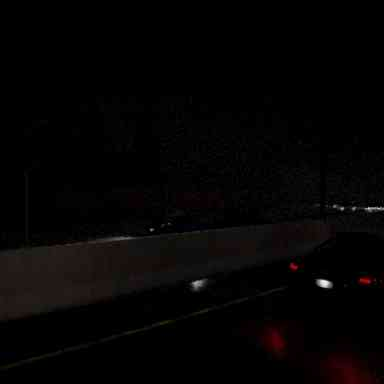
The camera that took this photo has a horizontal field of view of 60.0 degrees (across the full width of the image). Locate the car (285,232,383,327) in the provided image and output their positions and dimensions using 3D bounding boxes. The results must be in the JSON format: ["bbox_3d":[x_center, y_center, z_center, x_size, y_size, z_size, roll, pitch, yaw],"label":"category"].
[{"bbox_3d":[3.837,1.563,7.075,4.181,1.385,1.994,0,0,-40],"label":"car"}]

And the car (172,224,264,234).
[{"bbox_3d":[1.271,1.492,14.329,5.008,1.535,1.882,0,0,-42],"label":"car"}]
